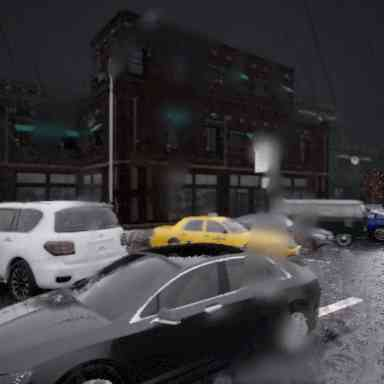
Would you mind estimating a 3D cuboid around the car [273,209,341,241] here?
[{"bbox_3d":[3.269,1.590,13.547,4.674,1.452,2.002,-1,-1,34],"label":"car"}]

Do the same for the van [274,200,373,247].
[{"bbox_3d":[5.604,1.342,15.367,4.442,1.987,1.878,-1,-1,34],"label":"van"}]

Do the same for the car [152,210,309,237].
[{"bbox_3d":[0.992,1.528,11.676,5.366,1.575,1.946,-1,-1,34],"label":"car"}]

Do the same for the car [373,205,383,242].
[{"bbox_3d":[8.141,1.583,17.052,5.008,1.535,2.097,-1,-1,34],"label":"car"}]

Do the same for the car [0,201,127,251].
[{"bbox_3d":[-4.055,1.249,8.259,5.566,2.045,2.435,-1,-1,34],"label":"car"}]

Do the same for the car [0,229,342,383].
[{"bbox_3d":[-0.226,1.520,4.483,4.892,1.490,1.837,0,0,-36],"label":"car"}]
